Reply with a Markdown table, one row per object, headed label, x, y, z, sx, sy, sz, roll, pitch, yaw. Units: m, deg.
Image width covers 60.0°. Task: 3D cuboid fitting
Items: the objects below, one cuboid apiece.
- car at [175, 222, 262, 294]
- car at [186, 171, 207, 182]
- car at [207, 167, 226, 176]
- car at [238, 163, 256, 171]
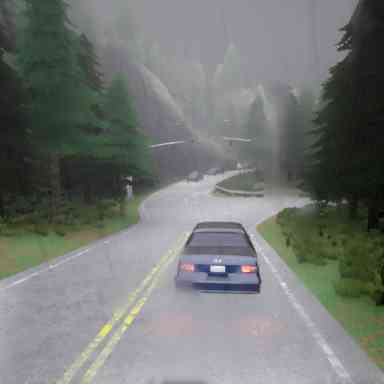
| label | x | y | z | sx | sy | sz | roll | pitch | yaw |
| --- | --- | --- | --- | --- | --- | --- | --- | --- | --- |
| car | 0.721 | 1.498 | 8.848 | 2.033 | 1.411 | 5.357 | 0 | 0 | 5 |
| car | 0.537 | -2.563 | 55.073 | 1.837 | 1.490 | 4.892 | 2 | 10 | 19 |
| car | 4.603 | -4.043 | 63.619 | 2.128 | 1.511 | 4.902 | 4 | 10 | 36 |
| car | 11.838 | -5.473 | 70.997 | 4.892 | 1.490 | 1.837 | -9 | 9 | -36 |
